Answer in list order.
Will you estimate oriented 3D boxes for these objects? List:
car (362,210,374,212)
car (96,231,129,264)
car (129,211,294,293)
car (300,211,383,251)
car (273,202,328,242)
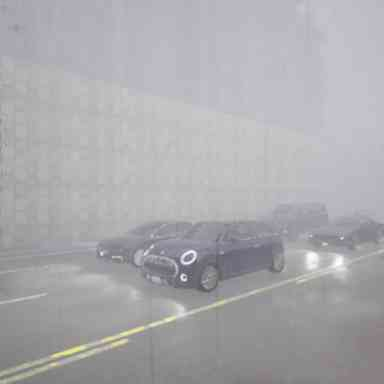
[{"bbox_3d":[13.304,2.136,26.196,4.718,1.301,1.895,1,-2,-43],"label":"car"},{"bbox_3d":[-1.210,1.823,12.673,4.892,1.490,1.837,1,-2,-43],"label":"car"},{"bbox_3d":[0.760,1.586,9.729,4.553,1.767,2.097,1,-2,-43],"label":"car"},{"bbox_3d":[7.687,1.885,16.187,5.357,1.411,2.033,1,-2,-43],"label":"car"},{"bbox_3d":[5.994,1.648,19.396,5.566,2.045,2.150,1,-2,-43],"label":"car"}]
